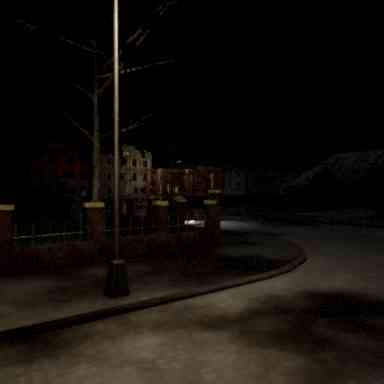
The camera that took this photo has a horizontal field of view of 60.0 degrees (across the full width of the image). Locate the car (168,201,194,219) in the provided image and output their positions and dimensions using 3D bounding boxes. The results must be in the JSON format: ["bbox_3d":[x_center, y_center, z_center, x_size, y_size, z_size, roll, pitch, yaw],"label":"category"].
[{"bbox_3d":[-1.591,1.461,26.723,1.994,1.385,4.181,-1,0,-35],"label":"car"}]

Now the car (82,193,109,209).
[{"bbox_3d":[-12.071,1.114,41.582,2.150,2.045,5.566,-1,0,-35],"label":"car"}]
